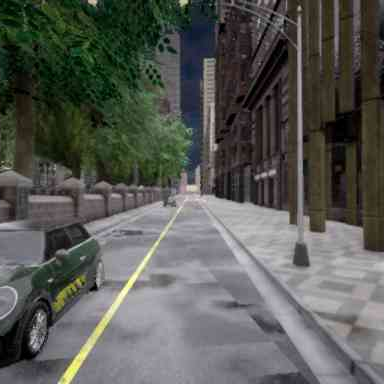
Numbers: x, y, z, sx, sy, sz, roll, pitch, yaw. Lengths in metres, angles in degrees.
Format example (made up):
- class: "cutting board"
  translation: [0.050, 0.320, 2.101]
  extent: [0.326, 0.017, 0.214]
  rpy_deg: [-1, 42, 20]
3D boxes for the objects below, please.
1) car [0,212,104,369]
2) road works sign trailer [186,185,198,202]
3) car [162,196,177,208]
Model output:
- class: "car"
  translation: [-3.102, 1.334, 5.882]
  extent: [2.097, 1.767, 4.553]
  rpy_deg: [0, 0, 0]
- class: "road works sign trailer"
  translation: [-0.020, 0.299, 66.702]
  extent: [2.380, 3.560, 2.880]
  rpy_deg: [0, 0, 0]
- class: "car"
  translation: [-3.097, 1.379, 47.036]
  extent: [1.837, 1.490, 4.892]
  rpy_deg: [0, 0, 0]
